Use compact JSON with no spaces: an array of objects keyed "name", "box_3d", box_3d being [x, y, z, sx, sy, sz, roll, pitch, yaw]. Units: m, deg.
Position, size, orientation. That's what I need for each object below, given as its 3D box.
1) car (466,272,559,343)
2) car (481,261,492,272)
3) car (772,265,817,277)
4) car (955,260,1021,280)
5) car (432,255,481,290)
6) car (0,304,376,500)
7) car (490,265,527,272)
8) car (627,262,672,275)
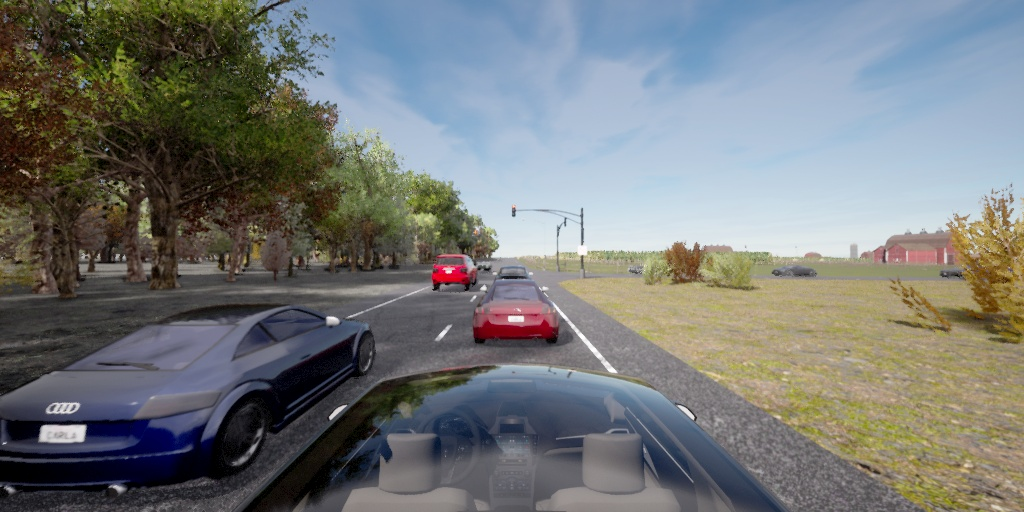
[{"name":"car","box_3d":[0.075,1.308,9.639,1.994,1.385,4.181,0,0,0]},{"name":"car","box_3d":[-3.547,1.317,45.152,1.895,1.301,4.718,0,0,0]},{"name":"car","box_3d":[32.216,1.688,40.997,4.181,1.385,1.994,1,-1,0]},{"name":"car","box_3d":[50.587,1.489,37.372,5.566,2.045,2.150,1,-1,1]},{"name":"car","box_3d":[-3.468,0.958,22.406,2.150,2.045,5.566,0,0,0]},{"name":"car","box_3d":[-3.410,1.312,4.724,1.994,1.385,4.181,0,0,0]},{"name":"car","box_3d":[0.049,1.243,18.551,1.837,1.490,4.892,0,0,0]},{"name":"car","box_3d":[15.802,1.437,41.114,4.902,1.511,2.128,1,-1,2]}]
